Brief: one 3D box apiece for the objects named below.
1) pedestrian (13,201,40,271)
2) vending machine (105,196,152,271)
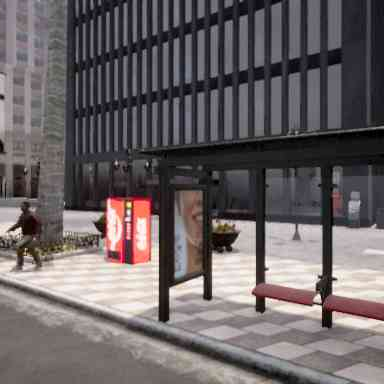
[{"bbox_3d":[-4.260,1.121,8.549,0.375,1.860,0.375,0,0,36],"label":"pedestrian"},{"bbox_3d":[-1.907,1.177,10.027,0.880,2.100,1.100,0,0,36],"label":"vending machine"}]
